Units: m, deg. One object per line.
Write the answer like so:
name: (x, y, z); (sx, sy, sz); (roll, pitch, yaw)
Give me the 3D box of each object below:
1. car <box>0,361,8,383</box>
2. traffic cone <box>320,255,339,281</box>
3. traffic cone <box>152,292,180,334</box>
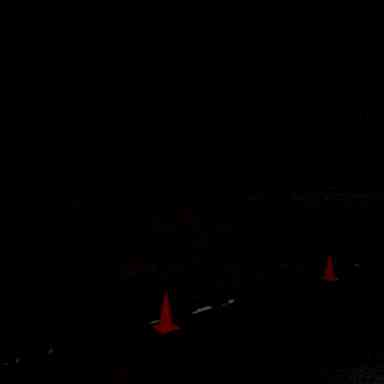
car: (-3.109, 1.513, 0.723); (4.892, 1.490, 1.837); (0, 0, -35)
traffic cone: (3.489, 1.907, 8.434); (0.340, 0.580, 0.340); (0, 0, -38)
traffic cone: (-0.421, 1.933, 5.439); (0.340, 0.580, 0.340); (0, 0, -37)
